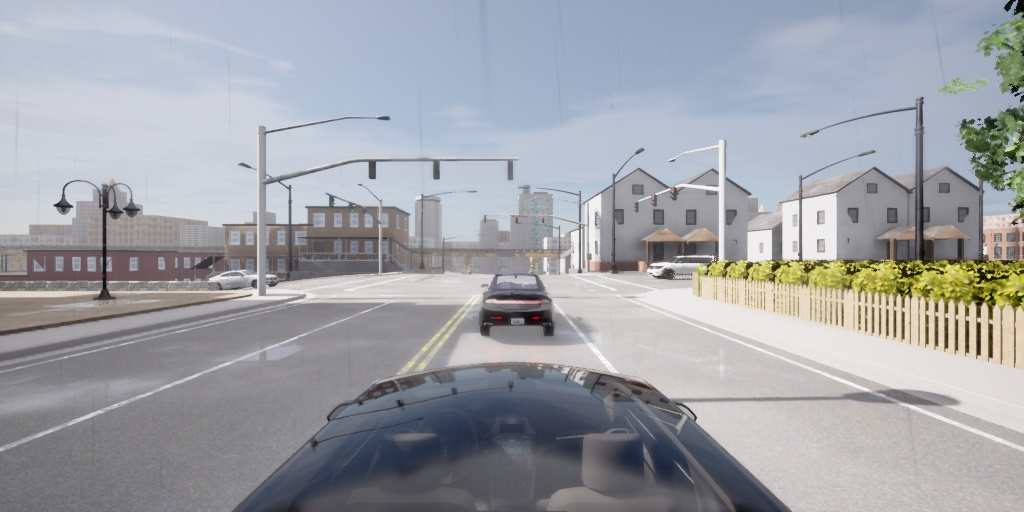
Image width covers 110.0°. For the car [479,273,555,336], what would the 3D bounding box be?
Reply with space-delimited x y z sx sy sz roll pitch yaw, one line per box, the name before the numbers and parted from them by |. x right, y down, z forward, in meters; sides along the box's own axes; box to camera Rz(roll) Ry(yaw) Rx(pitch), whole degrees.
car | 0.118 1.242 10.394 2.128 1.511 4.902 0 0 0

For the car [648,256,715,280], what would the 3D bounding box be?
car | 14.506 0.975 30.405 5.566 2.045 2.150 0 0 -1

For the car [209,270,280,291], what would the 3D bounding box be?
car | -19.659 1.742 26.266 4.674 1.442 1.812 -4 0 1
